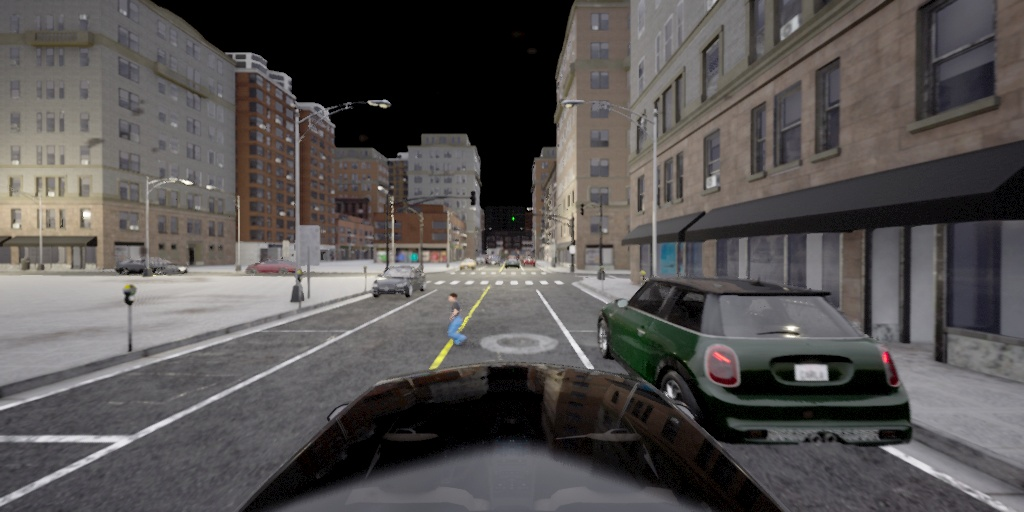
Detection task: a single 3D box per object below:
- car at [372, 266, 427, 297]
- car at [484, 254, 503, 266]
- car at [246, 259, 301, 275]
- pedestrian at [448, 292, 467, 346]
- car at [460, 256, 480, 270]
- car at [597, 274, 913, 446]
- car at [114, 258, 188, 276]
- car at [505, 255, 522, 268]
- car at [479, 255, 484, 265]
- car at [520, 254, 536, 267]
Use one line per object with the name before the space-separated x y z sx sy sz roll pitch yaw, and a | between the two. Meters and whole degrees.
car | -5.391 1.186 17.577 2.007 1.370 4.403 0 0 0
car | -2.823 0.851 56.476 2.128 1.511 4.902 0 0 0
car | -21.331 0.996 32.165 4.181 1.385 1.994 0 0 0
pedestrian | -1.187 1.281 7.672 0.375 1.300 0.375 0 0 -8
car | -5.397 0.970 44.252 1.751 1.417 4.829 0 0 0
car | 2.749 1.075 5.418 2.097 1.767 4.553 0 0 0
car | -29.288 0.907 29.211 4.902 1.511 2.128 0 0 0
car | 0.070 0.962 50.939 1.994 1.385 4.181 0 0 0
car | -5.401 0.875 61.407 2.007 1.370 4.403 0 0 0
car | 2.625 0.804 55.747 1.967 1.591 4.097 0 0 0
